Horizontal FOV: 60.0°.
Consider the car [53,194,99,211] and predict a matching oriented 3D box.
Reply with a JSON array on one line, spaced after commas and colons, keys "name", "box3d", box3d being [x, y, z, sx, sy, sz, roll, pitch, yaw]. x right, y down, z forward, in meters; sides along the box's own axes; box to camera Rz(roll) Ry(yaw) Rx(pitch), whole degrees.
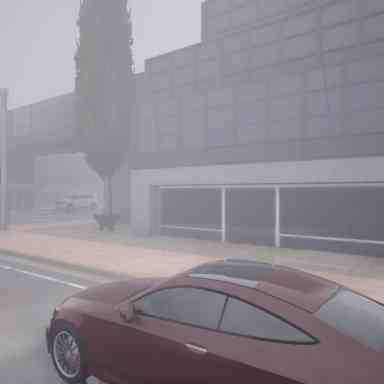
[{"name": "car", "box3d": [-13.933, 1.221, 40.390, 2.150, 2.045, 5.566, 0, 0, 36]}]

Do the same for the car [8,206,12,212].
[{"name": "car", "box3d": [-20.069, 1.601, 31.823, 1.895, 1.301, 4.718, 0, 0, 36]}]

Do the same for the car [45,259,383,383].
[{"name": "car", "box3d": [0.308, 1.526, 3.746, 4.674, 1.442, 1.812, 0, 0, 35]}]
